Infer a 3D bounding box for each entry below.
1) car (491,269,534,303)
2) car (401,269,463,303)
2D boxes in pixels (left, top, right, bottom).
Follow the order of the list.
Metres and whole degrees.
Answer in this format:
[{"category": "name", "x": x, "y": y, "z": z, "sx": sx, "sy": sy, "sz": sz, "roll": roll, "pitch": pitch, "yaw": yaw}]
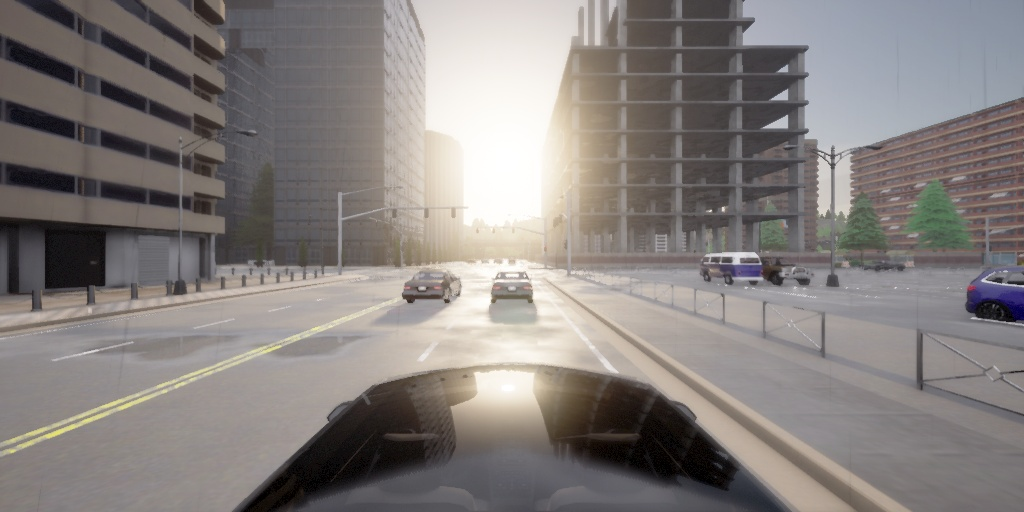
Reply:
[{"category": "car", "x": 0.000, "y": 1.311, "z": 16.500, "sx": 2.033, "sy": 1.411, "sz": 5.357, "roll": 0, "pitch": 0, "yaw": 0}, {"category": "car", "x": -3.500, "y": 1.311, "z": 16.500, "sx": 2.033, "sy": 1.411, "sz": 5.357, "roll": 0, "pitch": 0, "yaw": 0}]
